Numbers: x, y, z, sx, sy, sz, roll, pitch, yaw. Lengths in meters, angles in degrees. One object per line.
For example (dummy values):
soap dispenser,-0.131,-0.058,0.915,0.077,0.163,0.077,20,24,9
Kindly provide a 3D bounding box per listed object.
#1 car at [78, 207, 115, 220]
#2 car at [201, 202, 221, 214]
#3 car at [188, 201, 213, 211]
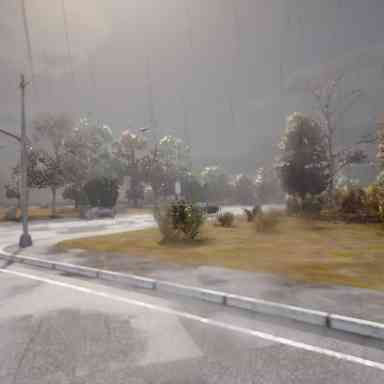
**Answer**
car,-10.681,2.396,37.300,1.994,1.385,4.181,-3,-2,32
car,1.438,1.931,36.655,2.128,1.511,4.902,-3,-2,32
car,1.448,2.429,56.504,1.882,1.535,5.008,-3,-2,33
